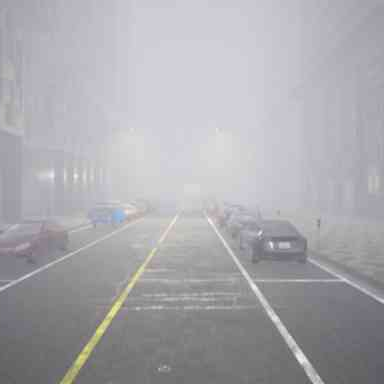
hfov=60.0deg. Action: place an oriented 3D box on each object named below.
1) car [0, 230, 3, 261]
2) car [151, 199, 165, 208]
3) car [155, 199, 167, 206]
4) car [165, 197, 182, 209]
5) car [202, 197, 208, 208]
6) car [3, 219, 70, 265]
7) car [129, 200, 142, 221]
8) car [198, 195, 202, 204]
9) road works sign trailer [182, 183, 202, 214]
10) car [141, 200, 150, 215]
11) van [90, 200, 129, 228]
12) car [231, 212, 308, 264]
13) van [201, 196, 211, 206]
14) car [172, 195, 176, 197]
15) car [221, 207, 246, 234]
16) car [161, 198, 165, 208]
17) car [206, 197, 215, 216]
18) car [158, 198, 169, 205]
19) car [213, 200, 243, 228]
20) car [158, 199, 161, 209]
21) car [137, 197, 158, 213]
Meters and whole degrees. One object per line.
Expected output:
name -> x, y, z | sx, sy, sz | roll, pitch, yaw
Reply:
car -> -5.766, 1.618, 6.354 | 1.802, 1.307, 4.206 | 0, 0, 0
car -> -5.773, 1.882, 56.773 | 2.008, 1.369, 4.403 | 0, 0, 0
car -> -5.774, 1.932, 62.374 | 1.947, 1.339, 4.313 | 0, 0, 0
car -> -3.086, 1.851, 52.226 | 2.033, 1.411, 5.357 | 0, 0, 0
car -> 2.753, 1.790, 45.754 | 1.752, 1.417, 4.829 | 0, 0, 0
car -> -5.766, 1.650, 11.956 | 1.802, 1.307, 4.206 | 0, 0, 0
car -> -5.769, 1.689, 28.593 | 1.752, 1.417, 4.829 | 0, 0, 0
car -> 2.750, 1.681, 62.390 | 2.192, 1.841, 5.009 | 0, 0, 0
road works sign trailer -> -0.006, 0.692, 39.430 | 2.380, 3.560, 2.880 | 0, 0, 0
car -> -5.770, 1.780, 34.364 | 1.802, 1.307, 4.206 | 0, 0, 0
van -> -5.769, 1.474, 23.162 | 1.690, 1.788, 3.998 | 0, 0, 0
car -> 2.759, 1.635, 11.974 | 1.947, 1.339, 4.313 | 0, 0, 0
van -> 2.752, 1.639, 51.187 | 1.690, 1.788, 3.998 | 0, 0, 0
car -> -5.778, 2.055, 84.782 | 1.887, 1.381, 4.507 | 0, 0, 0
car -> 2.758, 1.683, 17.576 | 1.802, 1.307, 4.206 | 0, 0, 0
car -> -5.773, 1.737, 51.171 | 1.967, 1.590, 4.097 | 0, 0, 0
car -> 2.755, 1.638, 34.381 | 1.967, 1.590, 4.097 | 0, 0, 0
car -> -5.775, 1.967, 67.976 | 1.947, 1.339, 4.313 | 0, 0, 0
car -> 2.757, 1.573, 23.178 | 1.967, 1.590, 4.097 | 0, 0, 0
car -> -5.772, 1.845, 45.568 | 1.802, 1.307, 4.206 | 0, 0, 0
car -> -5.771, 1.545, 39.968 | 2.192, 1.841, 5.009 | 0, 0, 0
